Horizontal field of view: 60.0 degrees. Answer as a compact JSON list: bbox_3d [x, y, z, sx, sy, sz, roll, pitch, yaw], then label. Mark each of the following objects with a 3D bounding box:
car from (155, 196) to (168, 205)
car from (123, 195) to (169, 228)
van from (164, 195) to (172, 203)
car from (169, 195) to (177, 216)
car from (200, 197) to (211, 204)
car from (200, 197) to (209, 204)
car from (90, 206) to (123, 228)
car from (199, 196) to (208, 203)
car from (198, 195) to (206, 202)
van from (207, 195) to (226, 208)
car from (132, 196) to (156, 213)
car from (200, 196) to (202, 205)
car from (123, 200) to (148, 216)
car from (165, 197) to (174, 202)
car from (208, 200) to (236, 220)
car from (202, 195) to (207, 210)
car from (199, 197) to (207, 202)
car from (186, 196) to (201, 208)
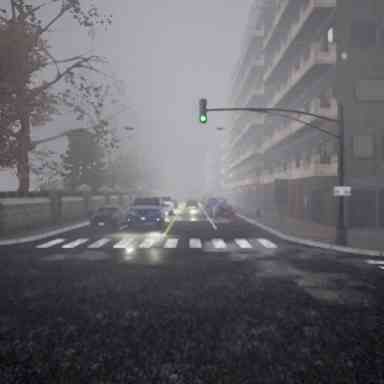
[{"bbox_3d":[-5.660,1.657,62.471,1.967,1.590,4.097,0,0,0],"label":"car"},{"bbox_3d":[-3.080,1.291,23.396,2.150,2.045,5.566,0,0,-1],"label":"car"},{"bbox_3d":[-5.653,1.635,79.361,1.690,1.788,3.998,0,0,0],"label":"van"},{"bbox_3d":[-3.062,1.330,34.401,2.150,2.045,5.566,0,0,1],"label":"car"},{"bbox_3d":[2.722,1.792,68.097,2.008,1.369,4.403,0,0,0],"label":"car"},{"bbox_3d":[2.724,1.812,73.727,1.887,1.381,4.507,0,0,0],"label":"car"},{"bbox_3d":[-5.677,1.634,23.059,1.947,1.339,4.313,0,0,0],"label":"car"},{"bbox_3d":[2.727,1.734,79.357,1.967,1.590,4.097,0,0,0],"label":"car"},{"bbox_3d":[2.732,1.667,90.618,2.192,1.841,5.009,0,0,0],"label":"car"},{"bbox_3d":[2.709,1.447,34.317,1.690,1.788,3.998,0,0,0],"label":"van"},{"bbox_3d":[-5.670,1.442,39.951,2.192,1.841,5.009,0,0,0],"label":"car"},{"bbox_3d":[2.715,1.721,51.207,2.008,1.369,4.403,0,0,0],"label":"car"},{"bbox_3d":[-5.672,1.631,34.150,1.752,1.417,4.829,0,0,0],"label":"car"},{"bbox_3d":[-5.651,1.873,84.990,2.008,1.369,4.403,0,0,0],"label":"car"},{"bbox_3d":[2.706,1.632,28.685,1.887,1.381,4.507,0,0,0],"label":"car"},{"bbox_3d":[2.713,1.588,45.577,1.967,1.590,4.097,0,0,0],"label":"car"},{"bbox_3d":[2.729,1.904,84.987,1.802,1.307,4.206,0,0,0],"label":"car"},{"bbox_3d":[0.023,1.739,52.154,1.994,1.385,4.181,0,0,0],"label":"car"}]
